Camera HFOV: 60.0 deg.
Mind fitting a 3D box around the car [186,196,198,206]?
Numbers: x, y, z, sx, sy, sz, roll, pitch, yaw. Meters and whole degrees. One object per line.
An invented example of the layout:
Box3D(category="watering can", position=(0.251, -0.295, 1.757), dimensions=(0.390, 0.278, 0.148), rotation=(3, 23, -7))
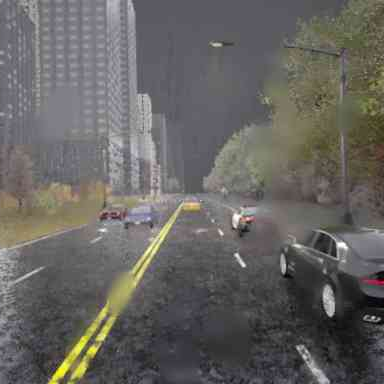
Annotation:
Box3D(category="car", position=(0.047, 1.398, 53.967), dimensions=(1.812, 1.442, 4.674), rotation=(-2, 0, 0))

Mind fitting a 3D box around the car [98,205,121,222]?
Box3D(category="car", position=(-6.619, 1.785, 28.817), dimensions=(1.895, 1.301, 4.718), rotation=(-2, 0, 0))

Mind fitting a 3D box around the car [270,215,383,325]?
Box3D(category="car", position=(3.241, 1.468, 7.113), dimensions=(1.837, 1.490, 4.892), rotation=(0, 0, 0))

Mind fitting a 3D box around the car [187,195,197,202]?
Box3D(category="car", position=(-0.056, 1.341, 70.091), dimensions=(2.033, 1.411, 5.357), rotation=(-2, 0, 0))

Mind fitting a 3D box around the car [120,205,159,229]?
Box3D(category="car", position=(-3.379, 1.648, 22.901), dimensions=(1.812, 1.442, 4.674), rotation=(-2, 0, 0))

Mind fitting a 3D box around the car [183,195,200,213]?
Box3D(category="car", position=(-0.038, 1.412, 37.351), dimensions=(1.801, 1.575, 5.366), rotation=(-2, 0, 0))

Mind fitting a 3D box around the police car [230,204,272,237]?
Box3D(category="police car", position=(3.211, 1.457, 18.123), dimensions=(2.038, 1.542, 4.974), rotation=(-2, 0, 0))
